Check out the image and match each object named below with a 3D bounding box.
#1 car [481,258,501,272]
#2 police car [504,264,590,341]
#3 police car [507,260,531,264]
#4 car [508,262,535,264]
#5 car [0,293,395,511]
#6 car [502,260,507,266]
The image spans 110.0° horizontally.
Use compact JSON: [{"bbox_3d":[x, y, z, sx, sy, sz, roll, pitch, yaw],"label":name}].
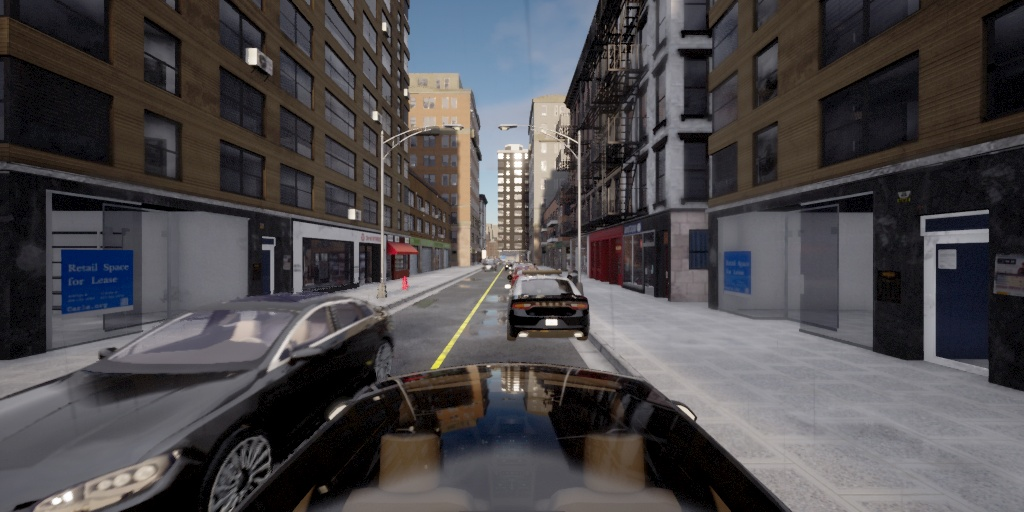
[{"bbox_3d":[-2.889,1.232,46.336,2.128,1.511,4.902,0,0,0],"label":"car"},{"bbox_3d":[0.819,1.174,10.033,1.930,1.638,5.238,0,0,0],"label":"police car"},{"bbox_3d":[0.804,1.169,26.033,1.930,1.638,5.238,0,0,0],"label":"police car"},{"bbox_3d":[0.810,1.272,19.923,1.812,1.442,4.674,0,0,0],"label":"car"},{"bbox_3d":[-2.852,1.241,4.089,2.128,1.511,4.902,0,0,0],"label":"car"},{"bbox_3d":[0.003,1.341,47.863,1.895,1.301,4.718,0,0,1],"label":"car"}]
